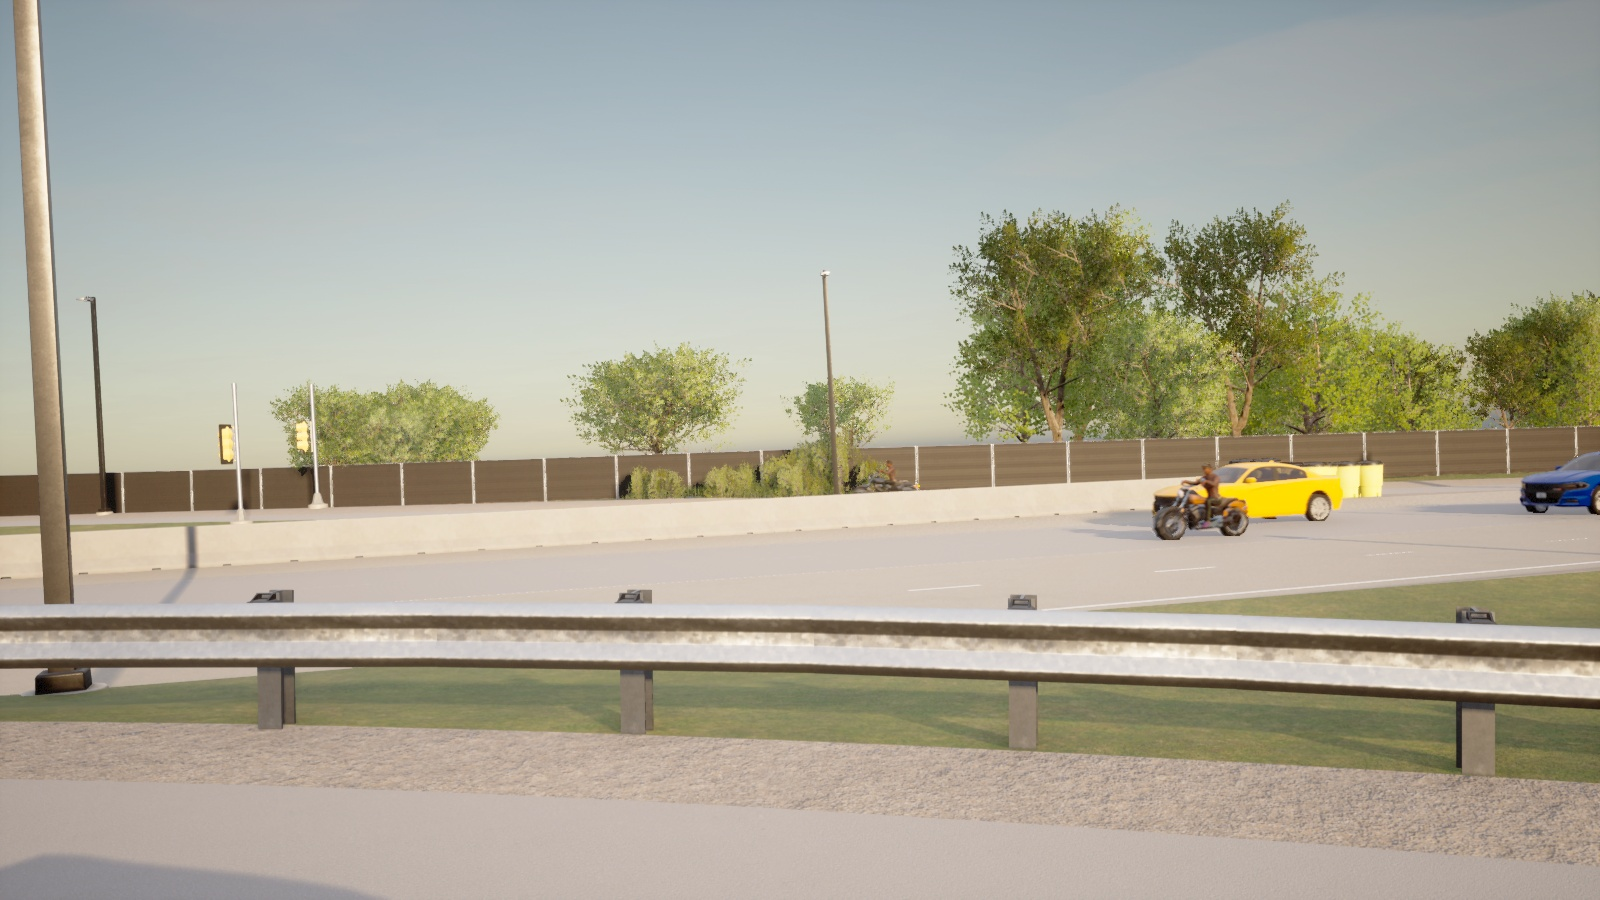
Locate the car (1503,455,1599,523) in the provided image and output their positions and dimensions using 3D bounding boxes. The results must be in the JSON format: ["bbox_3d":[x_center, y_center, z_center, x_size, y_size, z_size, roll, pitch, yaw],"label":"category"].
[{"bbox_3d":[20.012,0.897,30.980,5.008,1.535,1.882,-1,-1,-21],"label":"car"}]

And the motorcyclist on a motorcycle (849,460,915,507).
[{"bbox_3d":[3.011,1.206,46.017,2.350,1.649,0.766,-1,0,3],"label":"motorcyclist on a motorcycle"}]

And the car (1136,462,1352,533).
[{"bbox_3d":[11.038,1.144,31.230,5.008,1.535,1.882,-1,-1,-21],"label":"car"}]

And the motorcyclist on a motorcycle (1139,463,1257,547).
[{"bbox_3d":[8.379,1.140,26.435,2.350,1.649,0.766,-2,-1,-21],"label":"motorcyclist on a motorcycle"}]
